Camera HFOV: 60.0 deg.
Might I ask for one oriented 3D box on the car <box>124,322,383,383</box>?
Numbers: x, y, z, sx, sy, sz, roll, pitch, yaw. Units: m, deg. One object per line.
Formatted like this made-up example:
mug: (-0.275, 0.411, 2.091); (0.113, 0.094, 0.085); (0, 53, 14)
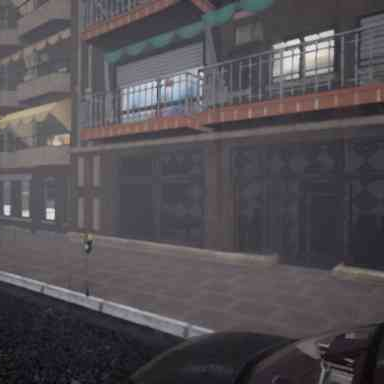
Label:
car: (1.379, 1.550, 1.878); (4.403, 1.369, 2.008); (0, 1, 36)
